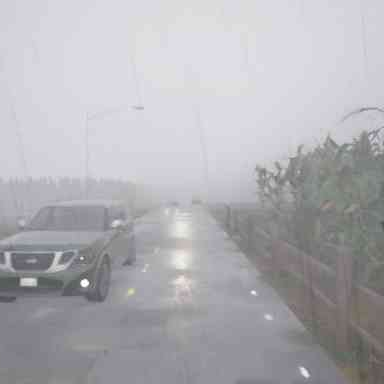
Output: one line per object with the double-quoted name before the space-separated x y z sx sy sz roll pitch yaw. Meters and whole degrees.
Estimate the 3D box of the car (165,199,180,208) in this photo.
"car" -2.853 1.718 49.073 1.895 1.301 4.718 0 0 0

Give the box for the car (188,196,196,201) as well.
"car" -0.044 1.886 94.483 2.033 1.411 5.357 0 -1 0

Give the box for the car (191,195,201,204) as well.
"car" 0.791 1.604 70.072 2.097 1.767 4.553 0 0 0

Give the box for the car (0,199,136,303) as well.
"car" -2.854 1.221 8.574 2.150 2.045 5.566 0 0 0

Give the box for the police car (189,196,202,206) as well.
"police car" 0.796 1.607 60.210 1.930 1.638 5.238 0 0 0
